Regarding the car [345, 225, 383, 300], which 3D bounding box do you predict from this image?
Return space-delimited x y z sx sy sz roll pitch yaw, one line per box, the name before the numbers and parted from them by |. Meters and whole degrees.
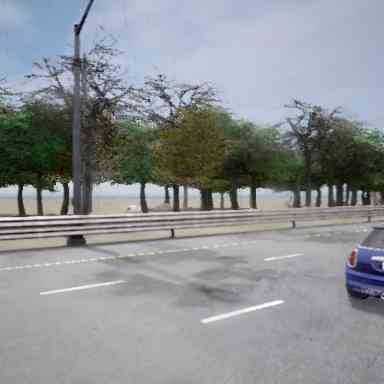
car | 5.509 1.446 7.441 4.553 1.767 2.097 0 -1 -34
